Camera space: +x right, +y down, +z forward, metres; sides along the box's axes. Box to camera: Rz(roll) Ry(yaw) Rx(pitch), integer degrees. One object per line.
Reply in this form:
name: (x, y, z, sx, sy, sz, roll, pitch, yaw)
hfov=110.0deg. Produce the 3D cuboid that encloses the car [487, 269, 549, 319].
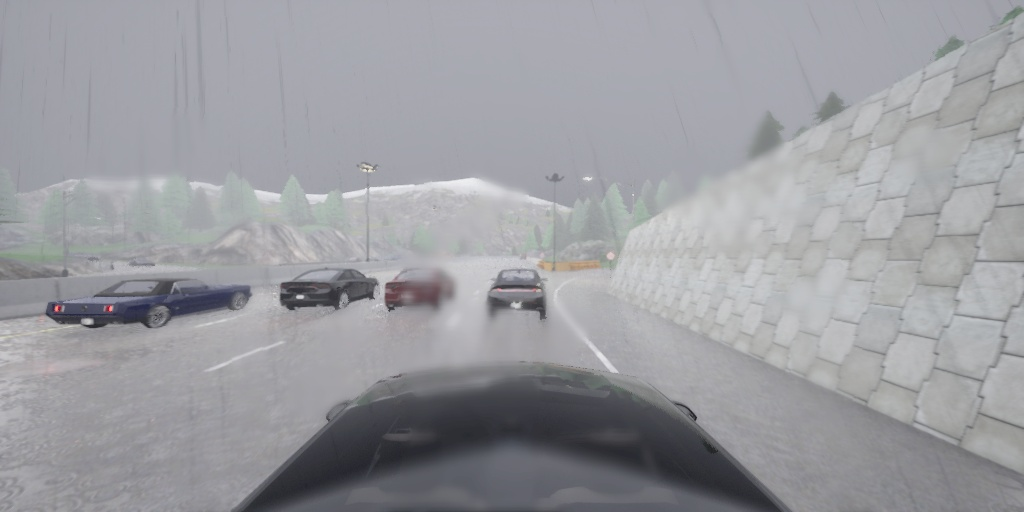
car: (0.256, 1.196, 12.604, 2.128, 1.511, 4.902, 0, 0, 3)

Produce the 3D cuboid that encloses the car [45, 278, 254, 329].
car: (-10.403, 1.311, 11.011, 1.895, 1.301, 4.718, 0, 0, 0)

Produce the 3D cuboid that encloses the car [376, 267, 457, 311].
car: (-3.403, 1.175, 14.158, 1.882, 1.535, 5.008, 0, 0, 0)

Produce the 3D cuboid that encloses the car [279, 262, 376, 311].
car: (-6.903, 1.175, 14.159, 1.882, 1.535, 5.008, 0, 0, 0)
